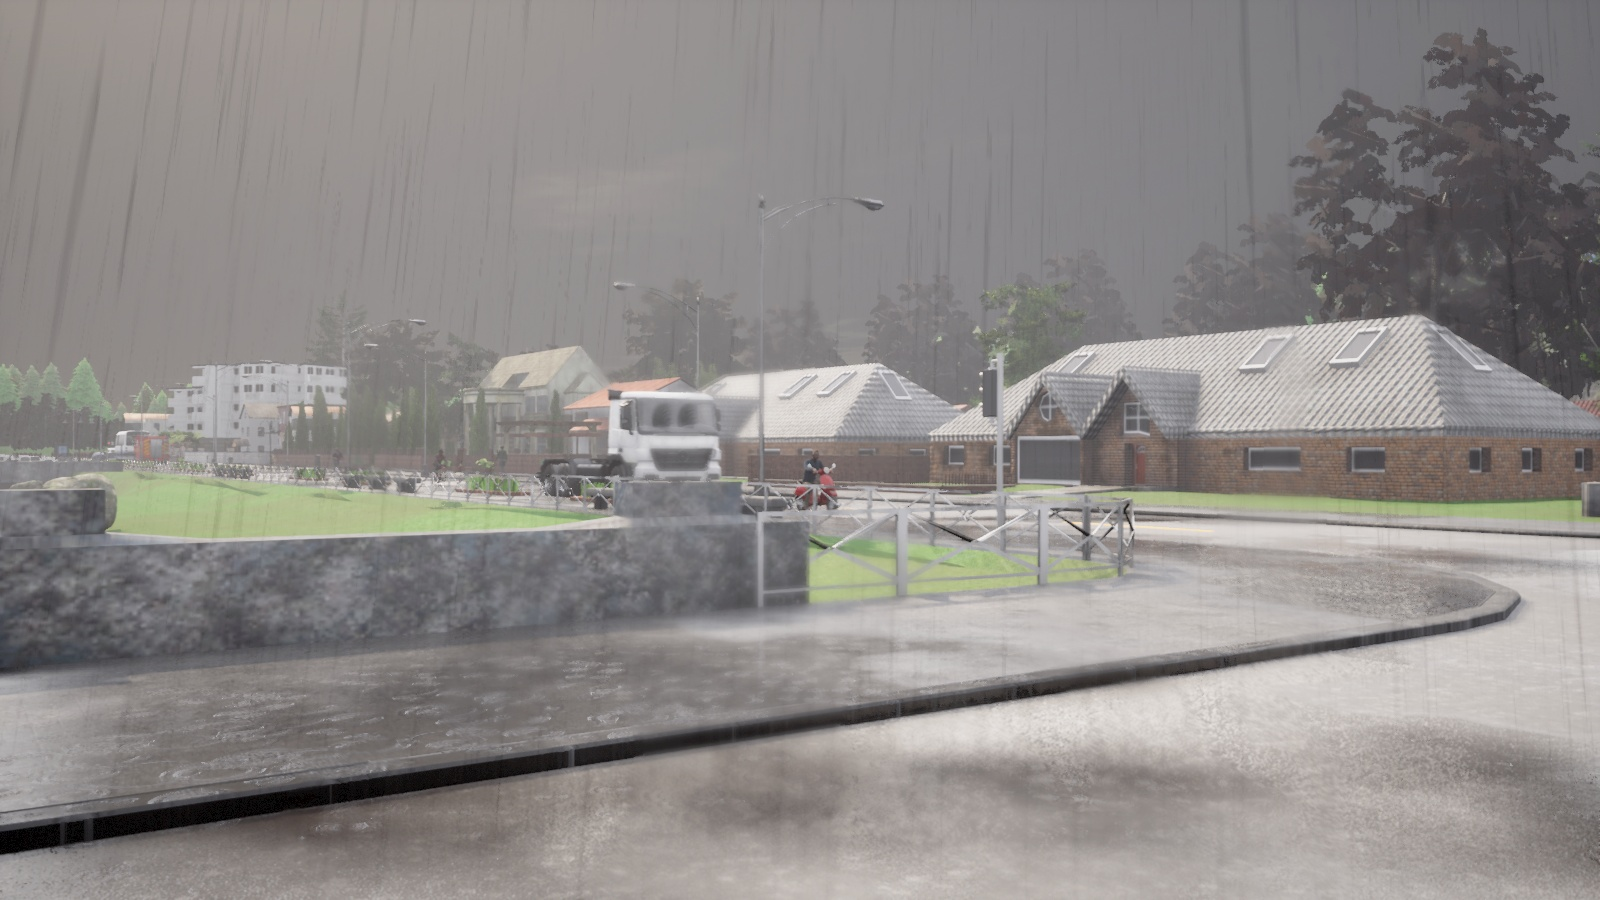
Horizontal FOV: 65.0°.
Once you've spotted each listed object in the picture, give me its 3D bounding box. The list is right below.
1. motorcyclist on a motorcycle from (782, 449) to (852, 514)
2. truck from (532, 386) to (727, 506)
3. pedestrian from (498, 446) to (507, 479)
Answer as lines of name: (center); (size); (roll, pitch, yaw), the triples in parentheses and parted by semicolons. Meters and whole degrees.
motorcyclist on a motorcycle: (0.413, 0.793, 31.646); (0.866, 1.590, 1.817); (0, -1, -35)
truck: (-5.668, -0.107, 40.382); (2.891, 3.462, 7.936); (0, 0, -35)
pedestrian: (-16.914, 0.693, 71.370); (0.353, 1.847, 0.614); (0, 0, -27)
